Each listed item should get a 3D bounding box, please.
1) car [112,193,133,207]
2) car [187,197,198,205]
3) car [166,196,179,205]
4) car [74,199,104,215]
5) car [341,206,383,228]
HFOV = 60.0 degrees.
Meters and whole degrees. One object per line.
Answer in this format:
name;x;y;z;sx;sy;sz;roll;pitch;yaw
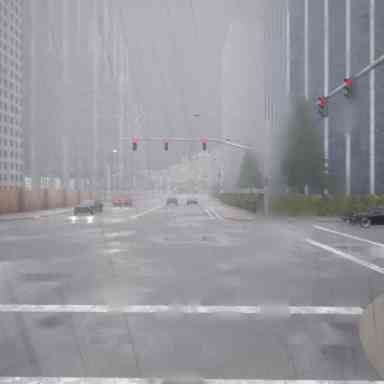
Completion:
car;-10.518;1.223;50.800;2.150;2.045;5.566;0;0;0
car;0.057;1.601;58.411;1.895;1.301;4.718;0;0;0
car;-3.443;1.505;58.385;1.837;1.490;4.892;0;0;0
car;-10.565;1.478;34.319;1.882;1.535;5.008;0;0;0
car;12.151;1.545;21.203;4.718;1.301;1.895;0;0;0
